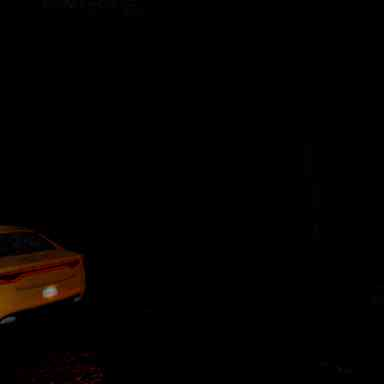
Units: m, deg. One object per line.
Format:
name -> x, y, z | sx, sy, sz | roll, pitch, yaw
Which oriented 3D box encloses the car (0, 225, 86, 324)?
car -> -4.269, 1.409, 6.729 | 5.008, 1.535, 1.882 | 1, 1, 36
